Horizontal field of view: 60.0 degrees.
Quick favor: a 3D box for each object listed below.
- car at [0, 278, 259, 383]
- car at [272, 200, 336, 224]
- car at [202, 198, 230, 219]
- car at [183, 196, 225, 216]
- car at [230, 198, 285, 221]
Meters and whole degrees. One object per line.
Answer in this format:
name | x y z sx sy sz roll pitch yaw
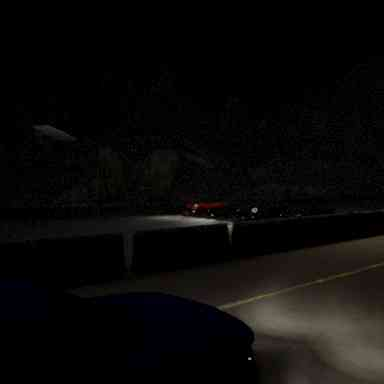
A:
car | -1.636 1.478 2.580 5.008 1.535 1.882 0 0 -35
car | 7.859 1.446 22.365 4.674 1.442 1.812 -1 0 -35
car | 3.773 1.431 28.049 5.357 1.411 2.033 -1 0 -35
car | 1.378 1.238 30.646 4.553 1.767 2.097 -1 1 -35
car | 5.449 1.237 24.952 4.553 1.767 2.097 -1 1 -35
